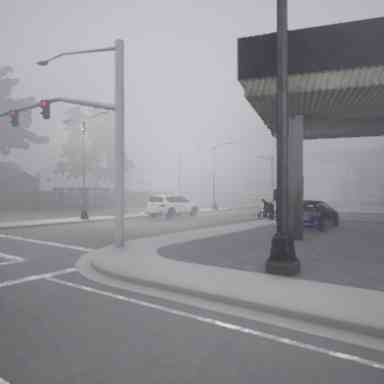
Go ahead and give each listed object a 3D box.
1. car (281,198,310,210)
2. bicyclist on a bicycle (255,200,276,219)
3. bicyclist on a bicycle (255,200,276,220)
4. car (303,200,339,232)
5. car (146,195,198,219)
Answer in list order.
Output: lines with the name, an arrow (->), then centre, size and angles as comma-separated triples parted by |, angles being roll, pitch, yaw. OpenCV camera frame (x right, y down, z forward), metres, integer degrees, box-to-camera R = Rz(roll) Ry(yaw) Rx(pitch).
car -> 14.236, 1.594, 45.546 | 2.033, 1.411, 5.357 | 0, 0, 37
bicyclist on a bicycle -> 6.155, 1.420, 27.107 | 0.582, 1.620, 1.656 | 0, -9, -36
bicyclist on a bicycle -> 6.116, 1.487, 27.842 | 1.656, 1.620, 0.582 | 0, 0, 18
car -> 7.036, 1.313, 19.453 | 2.242, 1.667, 4.611 | 0, 0, 37
car -> -1.683, 1.277, 29.682 | 2.150, 2.045, 5.566 | 0, 0, 36
